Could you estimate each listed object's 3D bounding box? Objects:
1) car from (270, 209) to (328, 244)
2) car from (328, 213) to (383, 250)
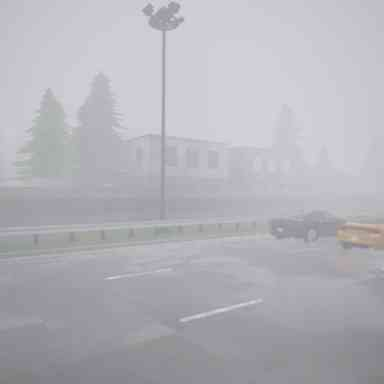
[{"bbox_3d":[6.101,1.615,16.815,5.008,1.535,1.882,0,0,-35],"label":"car"},{"bbox_3d":[8.134,1.615,13.966,5.008,1.535,1.882,0,0,-35],"label":"car"}]
